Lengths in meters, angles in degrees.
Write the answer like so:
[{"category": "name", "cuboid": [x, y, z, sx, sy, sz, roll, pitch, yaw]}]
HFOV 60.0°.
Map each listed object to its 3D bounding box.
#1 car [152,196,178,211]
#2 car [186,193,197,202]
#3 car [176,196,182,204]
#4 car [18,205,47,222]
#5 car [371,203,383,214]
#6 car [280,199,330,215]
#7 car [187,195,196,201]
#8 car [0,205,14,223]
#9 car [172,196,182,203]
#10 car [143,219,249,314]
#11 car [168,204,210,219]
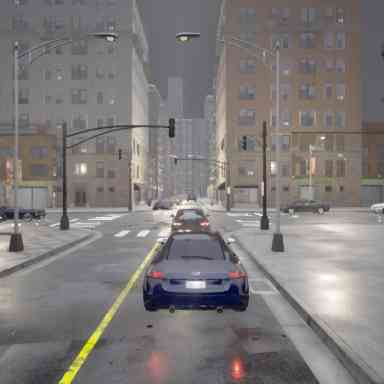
[{"category": "car", "cuboid": [-3.421, 1.559, 40.230, 2.033, 1.411, 5.357, 0, 0, 5]}, {"category": "car", "cuboid": [-0.070, 1.274, 76.236, 2.150, 2.045, 5.566, 0, 0, 0]}, {"category": "car", "cuboid": [-3.097, 1.379, 55.434, 2.097, 1.767, 4.553, 0, 0, 0]}, {"category": "car", "cuboid": [-14.150, 1.648, 26.379, 4.718, 1.301, 1.895, 0, 0, 0]}, {"category": "car", "cuboid": [20.423, 1.439, 33.289, 4.674, 1.442, 1.812, 0, 0, -1]}, {"category": "car", "cuboid": [11.161, 1.450, 33.236, 4.892, 1.490, 1.837, 0, 0, 0]}, {"category": "car", "cuboid": [-0.103, 1.583, 86.624, 2.128, 1.511, 4.902, 0, 0, 0]}, {"category": "car", "cuboid": [-15.221, 1.615, 23.124, 4.181, 1.385, 1.994, 0, 0, 0]}, {"category": "car", "cuboid": [-3.051, 1.543, 69.389, 1.837, 1.490, 4.892, 0, 0, 0]}, {"category": "car", "cuboid": [0.084, 1.564, 7.725, 1.994, 1.385, 4.181, 0, 0, 0]}, {"category": "car", "cuboid": [-0.085, 1.525, 16.469, 1.812, 1.442, 4.674, 0, 0, -1]}]
